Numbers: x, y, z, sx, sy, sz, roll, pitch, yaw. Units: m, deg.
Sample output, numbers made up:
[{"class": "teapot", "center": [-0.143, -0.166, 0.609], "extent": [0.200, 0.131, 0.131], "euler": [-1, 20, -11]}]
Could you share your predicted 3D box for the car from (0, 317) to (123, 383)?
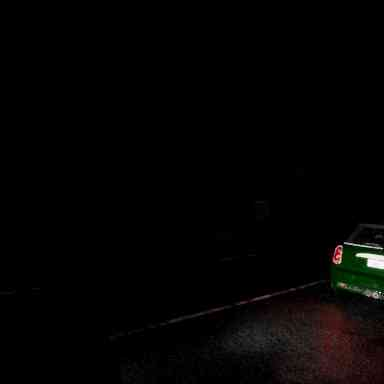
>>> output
[{"class": "car", "center": [-2.774, 1.492, 1.771], "extent": [4.902, 1.511, 2.128], "euler": [0, 0, -36]}]

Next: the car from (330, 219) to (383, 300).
[{"class": "car", "center": [5.140, 1.352, 7.404], "extent": [4.553, 1.767, 2.097], "euler": [0, 0, -35]}]
